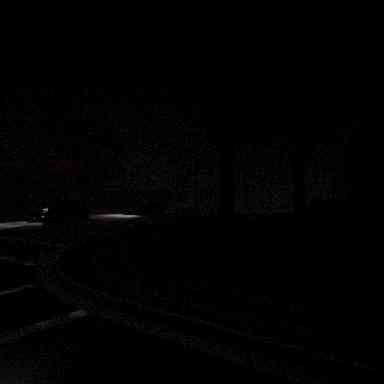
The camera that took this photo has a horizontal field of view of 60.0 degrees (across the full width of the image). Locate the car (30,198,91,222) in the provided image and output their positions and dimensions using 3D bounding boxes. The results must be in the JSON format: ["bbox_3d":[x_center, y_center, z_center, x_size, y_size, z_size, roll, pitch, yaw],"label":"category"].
[{"bbox_3d":[-10.366,1.353,26.406,2.097,1.767,4.553,0,0,34],"label":"car"}]

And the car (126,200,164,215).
[{"bbox_3d":[-4.781,1.526,34.682,1.812,1.442,4.674,0,0,34],"label":"car"}]
